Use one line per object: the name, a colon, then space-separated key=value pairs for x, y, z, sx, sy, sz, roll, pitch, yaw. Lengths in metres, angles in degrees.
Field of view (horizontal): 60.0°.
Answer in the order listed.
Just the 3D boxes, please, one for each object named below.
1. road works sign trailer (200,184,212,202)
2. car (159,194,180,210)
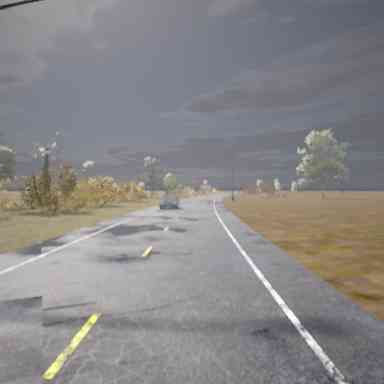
road works sign trailer: x=2.831 y=0.138 z=68.420 sx=2.380 sy=3.560 sz=2.880 roll=0 pitch=0 yaw=5
car: x=-2.599 y=1.164 z=39.544 sx=2.097 sy=1.767 sz=4.553 roll=0 pitch=0 yaw=3
